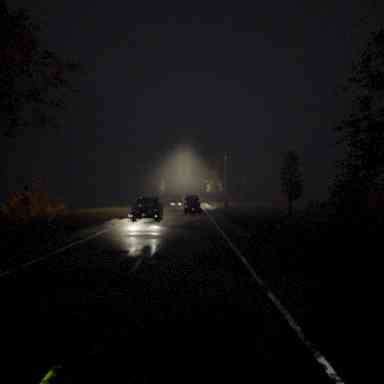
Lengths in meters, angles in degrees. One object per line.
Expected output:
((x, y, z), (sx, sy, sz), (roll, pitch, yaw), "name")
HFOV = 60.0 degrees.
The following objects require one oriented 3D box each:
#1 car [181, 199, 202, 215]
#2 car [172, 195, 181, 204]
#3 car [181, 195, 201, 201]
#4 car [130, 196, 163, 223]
((0.102, 1.753, 36.519), (1.994, 1.385, 4.181), (0, 0, 0), "car")
((-3.513, 1.624, 77.313), (2.150, 2.045, 5.566), (0, 0, 0), "car")
((0.041, 1.463, 46.486), (2.150, 2.045, 5.566), (0, 0, 1), "car")
((-3.597, 1.364, 27.423), (2.150, 2.045, 5.566), (0, 0, 0), "car")
